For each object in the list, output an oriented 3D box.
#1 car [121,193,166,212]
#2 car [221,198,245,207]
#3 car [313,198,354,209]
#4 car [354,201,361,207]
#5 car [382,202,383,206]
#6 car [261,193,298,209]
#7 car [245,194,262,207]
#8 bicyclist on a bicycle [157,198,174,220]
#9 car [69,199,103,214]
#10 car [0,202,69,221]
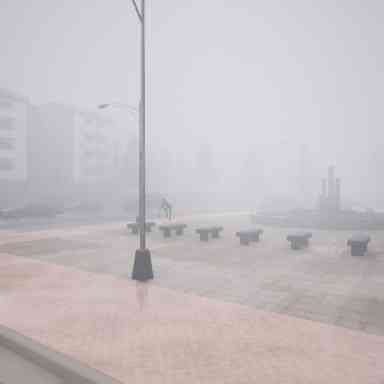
[{"bbox_3d":[-5.468,1.213,38.636,2.150,2.045,5.566,0,1,44],"label":"car"},{"bbox_3d":[6.836,1.601,51.542,4.718,1.301,1.895,0,0,-25],"label":"car"},{"bbox_3d":[18.525,1.505,44.302,4.892,1.490,1.837,0,0,-14],"label":"car"},{"bbox_3d":[22.159,1.601,48.654,4.718,1.301,1.895,0,0,-7],"label":"car"},{"bbox_3d":[28.784,1.601,45.450,4.718,1.301,1.895,0,0,1],"label":"car"},{"bbox_3d":[12.479,1.352,46.104,4.553,1.767,2.097,0,0,-22],"label":"car"},{"bbox_3d":[11.299,1.206,49.727,5.566,2.045,2.150,0,0,-21],"label":"car"},{"bbox_3d":[-2.003,1.301,24.805,1.656,1.620,0.582,0,0,33],"label":"bicyclist on a bicycle"},{"bbox_3d":[-11.904,1.526,36.241,1.812,1.442,4.674,0,0,38],"label":"car"},{"bbox_3d":[-13.523,1.547,27.988,2.033,1.411,5.357,0,0,33],"label":"car"}]
